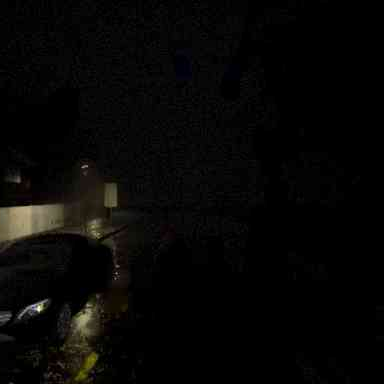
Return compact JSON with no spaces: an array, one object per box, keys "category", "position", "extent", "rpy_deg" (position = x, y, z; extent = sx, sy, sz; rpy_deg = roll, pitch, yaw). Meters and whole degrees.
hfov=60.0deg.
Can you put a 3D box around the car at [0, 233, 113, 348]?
[{"category":"car","position":[-2.850,1.611,6.626],"extent":[1.812,1.442,4.674],"rpy_deg":[0,-1,0]}]

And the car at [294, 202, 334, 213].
[{"category":"car","position":[15.568,2.031,42.485],"extent":[4.892,1.490,1.837],"rpy_deg":[0,-1,0]}]
